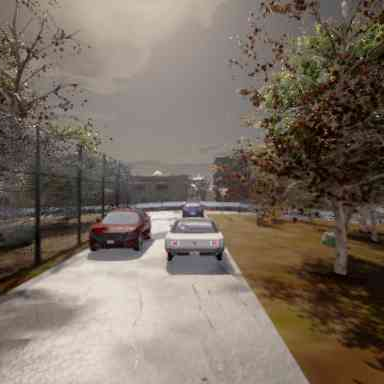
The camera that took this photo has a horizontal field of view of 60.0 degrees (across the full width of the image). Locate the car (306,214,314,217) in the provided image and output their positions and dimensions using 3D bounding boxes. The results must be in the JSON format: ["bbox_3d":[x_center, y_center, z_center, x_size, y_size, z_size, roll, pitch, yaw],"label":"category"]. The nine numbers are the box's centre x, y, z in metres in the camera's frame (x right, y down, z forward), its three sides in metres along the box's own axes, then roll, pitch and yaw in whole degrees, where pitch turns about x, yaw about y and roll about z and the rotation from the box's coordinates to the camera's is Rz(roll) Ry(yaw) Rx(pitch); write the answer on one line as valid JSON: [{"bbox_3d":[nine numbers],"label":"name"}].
[{"bbox_3d":[20.517,4.201,60.774,2.435,2.045,5.566,0,0,-18],"label":"car"}]

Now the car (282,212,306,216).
[{"bbox_3d":[17.559,4.201,60.868,2.435,2.045,5.566,0,0,-18],"label":"car"}]

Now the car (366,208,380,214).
[{"bbox_3d":[40.249,4.012,75.870,5.566,2.045,2.435,-1,1,-17],"label":"car"}]

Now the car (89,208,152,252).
[{"bbox_3d":[-2.848,1.474,14.125,1.882,1.535,5.008,0,0,0],"label":"car"}]

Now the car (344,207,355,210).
[{"bbox_3d":[26.400,4.200,60.637,2.435,2.045,5.566,0,0,-18],"label":"car"}]

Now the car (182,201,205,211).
[{"bbox_3d":[0.092,1.518,28.617,1.812,1.442,4.674,0,0,0],"label":"car"}]

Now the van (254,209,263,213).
[{"bbox_3d":[11.590,4.228,61.186,1.878,1.987,4.442,0,0,-18],"label":"van"}]

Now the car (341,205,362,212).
[{"bbox_3d":[40.766,4.198,84.892,4.674,1.452,2.002,-1,0,-17],"label":"car"}]

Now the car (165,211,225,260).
[{"bbox_3d":[0.089,1.597,12.427,1.895,1.301,4.718,0,0,0],"label":"car"}]

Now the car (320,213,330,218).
[{"bbox_3d":[19.818,4.404,43.841,2.435,2.045,5.566,0,1,-18],"label":"car"}]
